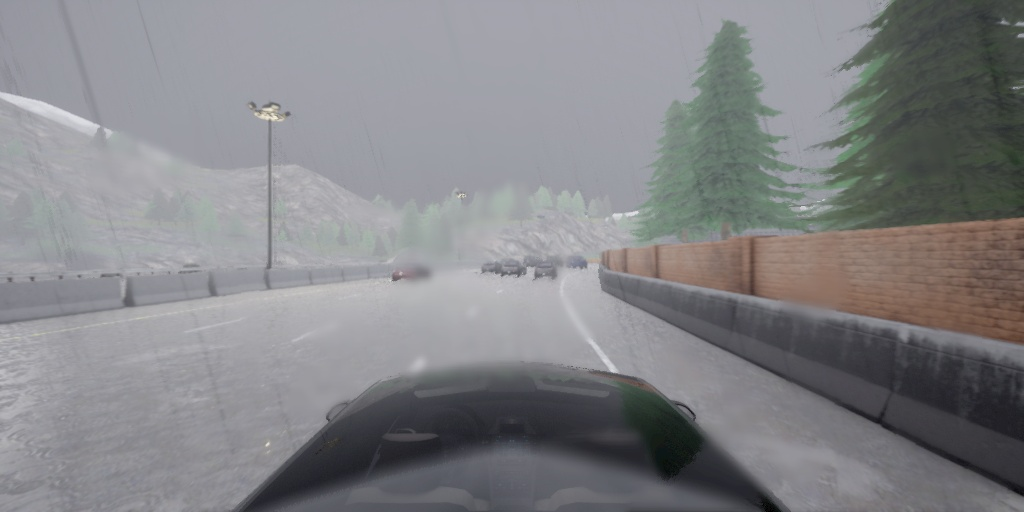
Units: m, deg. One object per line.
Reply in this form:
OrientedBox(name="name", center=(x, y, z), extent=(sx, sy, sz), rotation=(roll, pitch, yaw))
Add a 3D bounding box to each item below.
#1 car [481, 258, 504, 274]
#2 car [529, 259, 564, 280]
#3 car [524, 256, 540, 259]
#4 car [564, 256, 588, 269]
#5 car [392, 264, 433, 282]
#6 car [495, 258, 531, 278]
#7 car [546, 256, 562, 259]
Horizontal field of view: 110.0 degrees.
OrientedBox(name="car", center=(-1.976, 1.251, 40.449), extent=(2.128, 1.511, 4.902), rotation=(0, 0, 15))
OrientedBox(name="car", center=(3.035, 1.245, 30.645), extent=(2.128, 1.511, 4.902), rotation=(0, 0, 10))
OrientedBox(name="car", center=(3.475, 0.981, 57.485), extent=(2.150, 2.045, 5.566), rotation=(0, 0, 23))
OrientedBox(name="car", center=(10.149, 0.980, 55.330), extent=(2.150, 2.045, 5.566), rotation=(0, 0, 23))
OrientedBox(name="car", center=(-8.002, 1.323, 29.245), extent=(1.994, 1.385, 4.181), rotation=(0, 0, 10))
OrientedBox(name="car", center=(0.240, 1.250, 34.753), extent=(2.128, 1.511, 4.902), rotation=(0, 0, 12))
OrientedBox(name="car", center=(6.877, 0.982, 56.567), extent=(2.150, 2.045, 5.566), rotation=(0, 0, 23))
